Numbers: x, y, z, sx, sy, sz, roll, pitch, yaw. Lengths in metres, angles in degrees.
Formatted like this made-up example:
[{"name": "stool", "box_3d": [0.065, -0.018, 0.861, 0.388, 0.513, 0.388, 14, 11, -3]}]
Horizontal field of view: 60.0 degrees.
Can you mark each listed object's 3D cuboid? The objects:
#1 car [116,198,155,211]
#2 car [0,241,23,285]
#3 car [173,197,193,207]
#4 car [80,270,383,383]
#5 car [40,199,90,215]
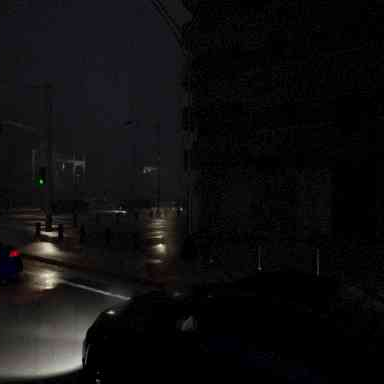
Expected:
[{"name": "car", "box_3d": [-6.824, 1.492, 41.052, 2.033, 1.411, 5.357, 0, 0, 36]}, {"name": "car", "box_3d": [-6.091, 1.564, 8.317, 4.181, 1.385, 1.994, 0, 0, 36]}, {"name": "car", "box_3d": [-0.769, 1.449, 49.409, 1.837, 1.490, 4.892, 0, 0, 36]}, {"name": "car", "box_3d": [0.761, 1.564, 3.448, 4.181, 1.385, 1.994, 0, 0, 36]}, {"name": "car", "box_3d": [-12.553, 1.449, 33.120, 1.837, 1.490, 4.892, 0, 0, 36]}]
